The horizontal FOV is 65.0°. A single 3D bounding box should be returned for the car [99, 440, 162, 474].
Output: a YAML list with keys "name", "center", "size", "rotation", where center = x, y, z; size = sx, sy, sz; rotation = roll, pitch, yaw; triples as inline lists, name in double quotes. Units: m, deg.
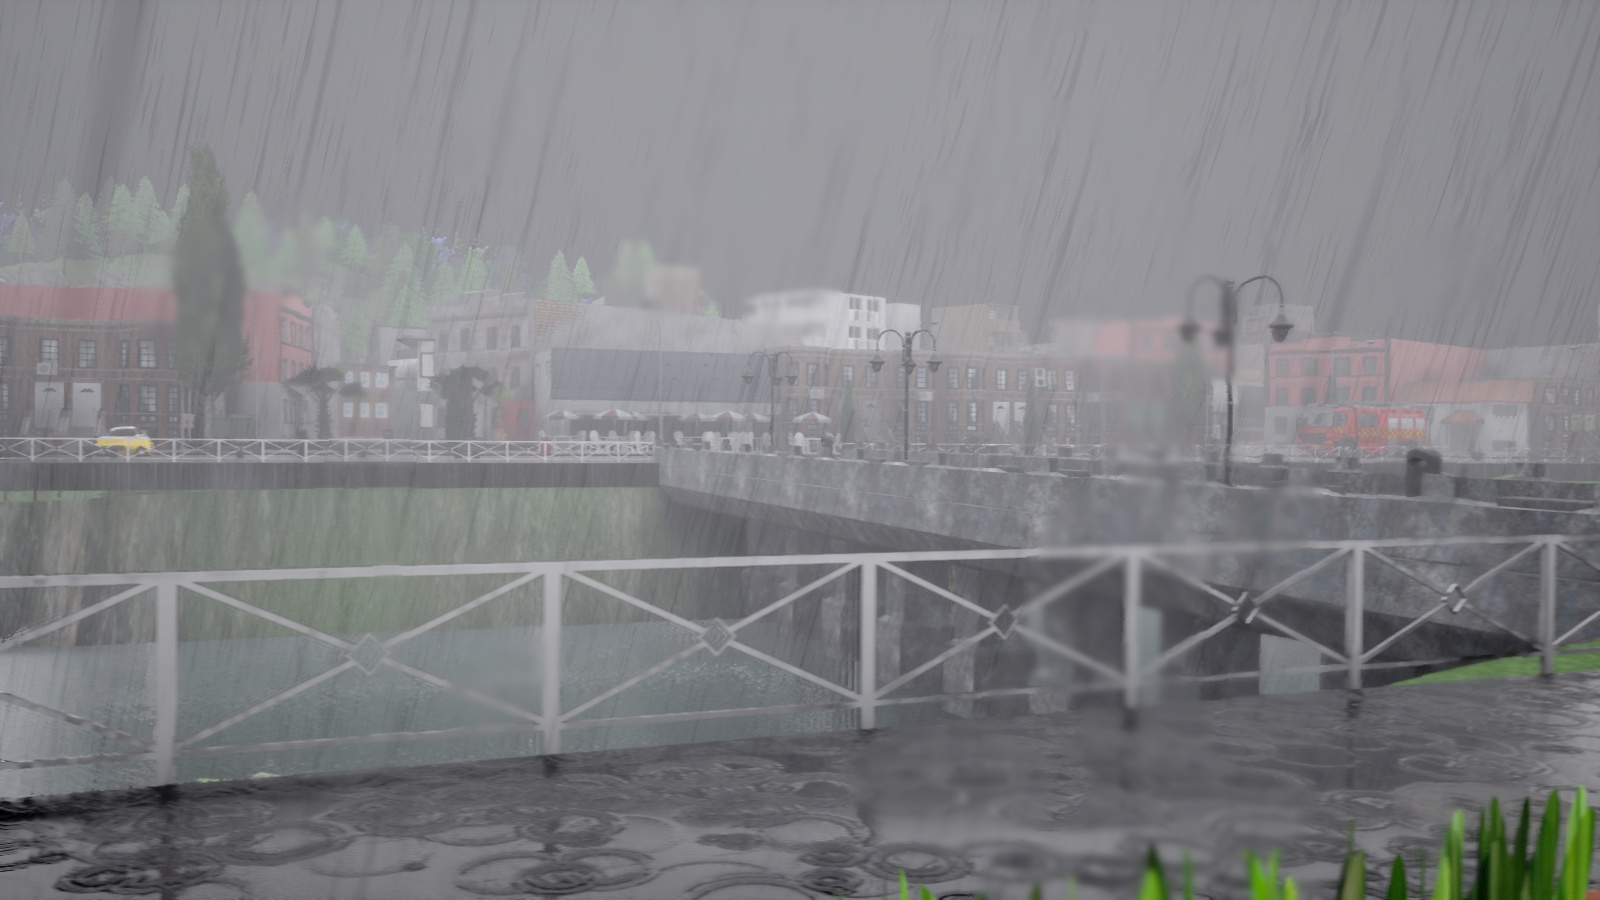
- name: "car"
  center: [-29.012, 0.281, 54.445]
  size: [2.207, 1.376, 1.481]
  rotation: [-1, 1, -21]

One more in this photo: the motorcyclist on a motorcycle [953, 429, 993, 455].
- name: "motorcyclist on a motorcycle"
  center: [10.141, -0.474, 73.600]
  size: [2.191, 1.530, 0.866]
  rotation: [-1, 1, -21]

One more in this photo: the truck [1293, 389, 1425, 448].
- name: "truck"
  center: [37.396, -2.137, 83.942]
  size: [8.468, 3.827, 2.891]
  rotation: [-1, 1, -21]
